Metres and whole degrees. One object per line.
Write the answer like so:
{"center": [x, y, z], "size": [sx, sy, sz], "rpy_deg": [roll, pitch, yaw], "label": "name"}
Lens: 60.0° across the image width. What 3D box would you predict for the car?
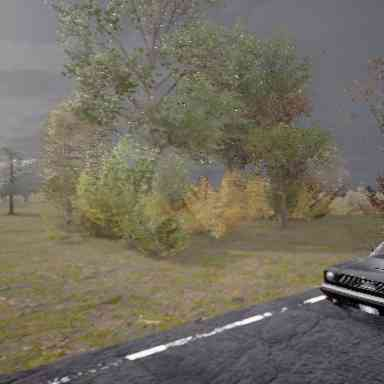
{"center": [4.673, 1.598, 6.677], "size": [4.718, 1.301, 1.895], "rpy_deg": [0, 0, -35], "label": "car"}
